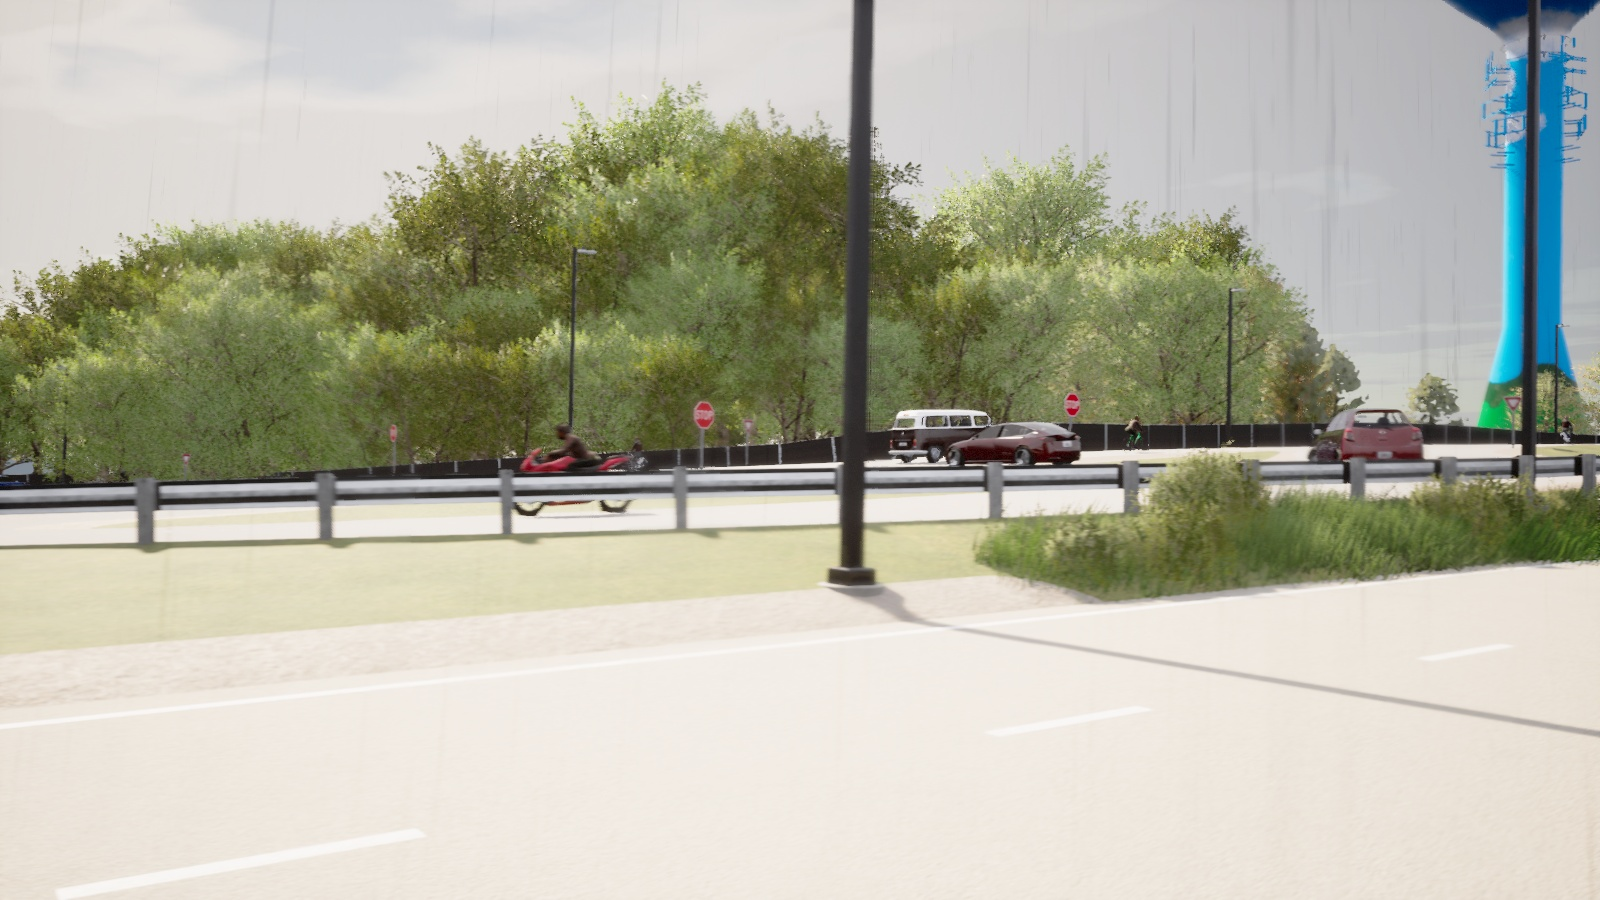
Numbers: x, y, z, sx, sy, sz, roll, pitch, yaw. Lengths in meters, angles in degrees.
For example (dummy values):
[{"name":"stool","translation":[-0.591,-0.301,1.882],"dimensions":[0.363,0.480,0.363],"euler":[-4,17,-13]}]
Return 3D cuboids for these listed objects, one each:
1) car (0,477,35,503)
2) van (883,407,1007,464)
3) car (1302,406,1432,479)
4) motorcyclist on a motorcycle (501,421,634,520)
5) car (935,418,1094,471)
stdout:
[{"name":"car","translation":[-49.039,2.447,76.469],"dimensions":[1.882,1.535,5.008],"euler":[0,0,-1]},{"name":"van","translation":[5.665,-0.583,48.850],"dimensions":[4.480,2.038,2.069],"euler":[-3,1,-37]},{"name":"car","translation":[12.449,-0.185,27.798],"dimensions":[1.845,1.501,3.633],"euler":[-1,1,11]},{"name":"motorcyclist on a motorcycle","translation":[-3.781,0.341,20.550],"dimensions":[2.044,1.523,0.797],"euler":[-2,-2,-8]},{"name":"car","translation":[6.695,-0.166,39.697],"dimensions":[2.163,1.488,4.792],"euler":[-3,1,-36]}]
